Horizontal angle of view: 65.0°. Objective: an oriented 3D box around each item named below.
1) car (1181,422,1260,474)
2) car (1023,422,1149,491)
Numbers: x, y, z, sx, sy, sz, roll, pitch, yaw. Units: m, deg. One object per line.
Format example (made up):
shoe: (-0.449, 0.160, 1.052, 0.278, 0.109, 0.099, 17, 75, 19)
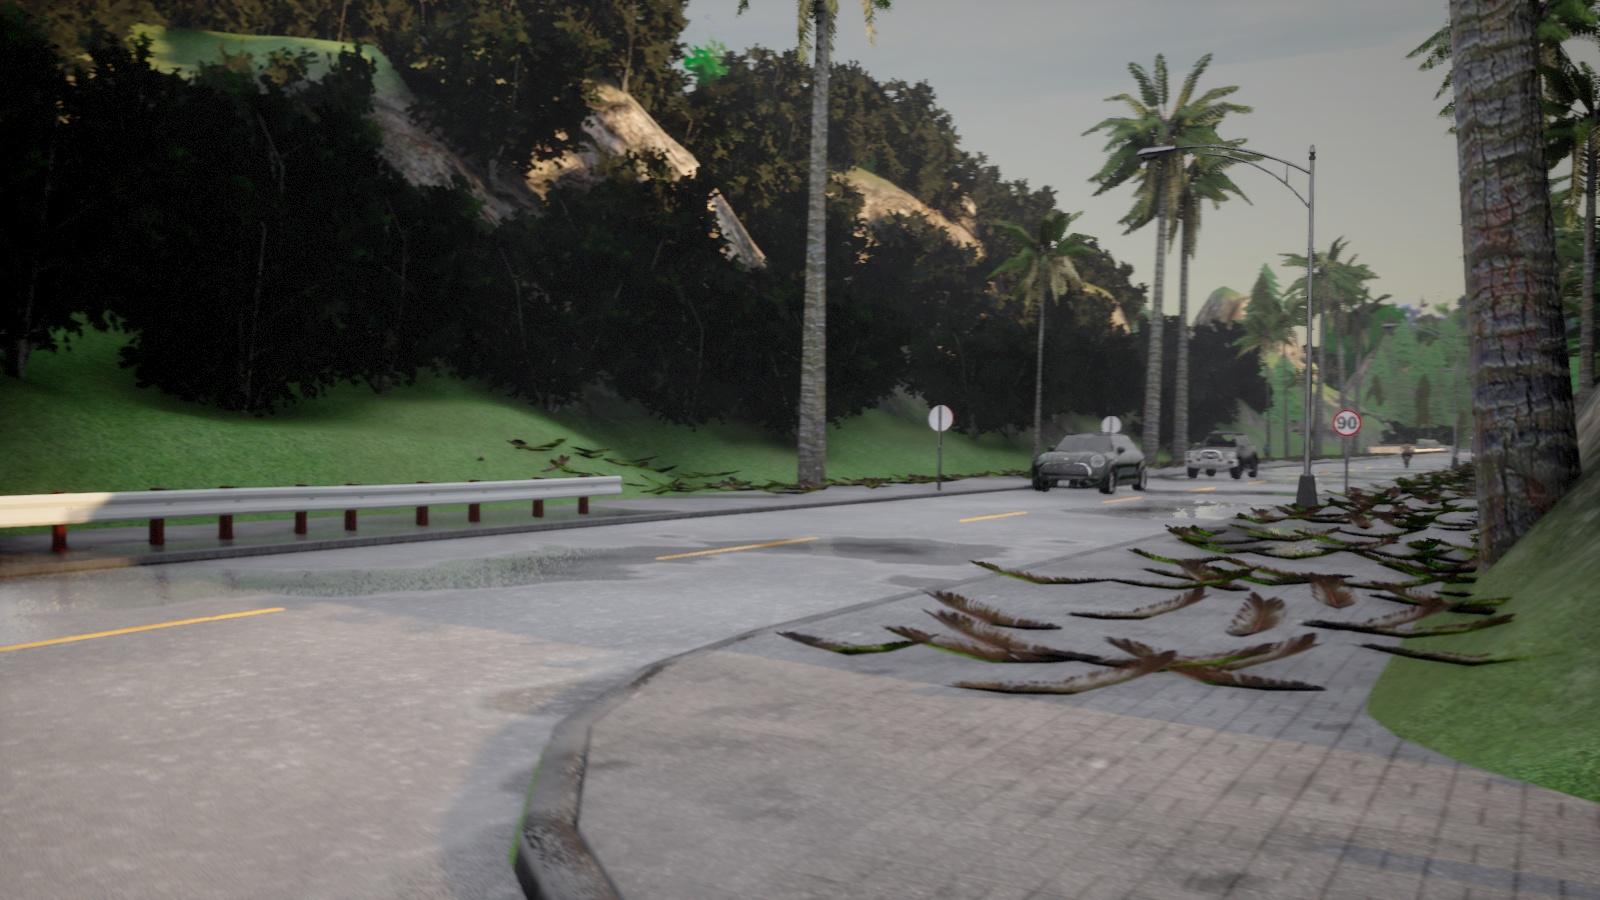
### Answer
car: (16.491, -0.119, 49.134, 1.932, 1.855, 4.605, 0, 2, 31)
car: (8.009, 0.146, 34.847, 2.097, 1.767, 4.553, 0, 1, 31)
